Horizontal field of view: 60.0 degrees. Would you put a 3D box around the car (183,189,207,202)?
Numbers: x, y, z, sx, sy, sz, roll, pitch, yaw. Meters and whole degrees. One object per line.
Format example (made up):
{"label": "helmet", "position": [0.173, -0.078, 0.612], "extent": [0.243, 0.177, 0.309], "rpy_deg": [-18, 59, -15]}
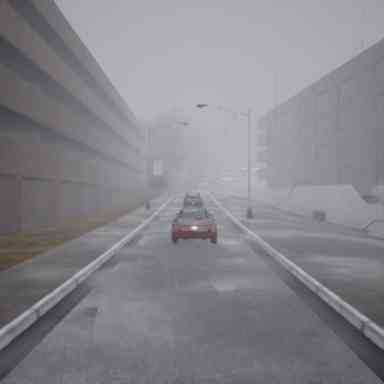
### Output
{"label": "car", "position": [0.098, 0.750, 33.155], "extent": [2.128, 1.511, 4.902], "rpy_deg": [0, 3, 0]}

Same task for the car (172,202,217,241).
{"label": "car", "position": [0.098, 1.395, 15.662], "extent": [1.994, 1.385, 4.181], "rpy_deg": [0, 1, 0]}
